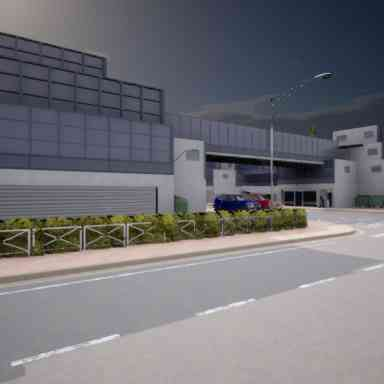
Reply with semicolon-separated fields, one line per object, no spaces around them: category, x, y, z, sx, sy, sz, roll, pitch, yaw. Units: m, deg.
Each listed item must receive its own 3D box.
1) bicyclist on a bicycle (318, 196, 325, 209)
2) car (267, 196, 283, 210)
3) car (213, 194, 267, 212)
bicyclist on a bicycle;16.633;1.320;42.697;1.656;1.620;0.582;0;0;-36
car;7.215;1.233;36.123;2.150;2.045;5.566;0;0;-36
car;4.518;1.231;33.881;2.150;2.045;5.566;0;0;-36
